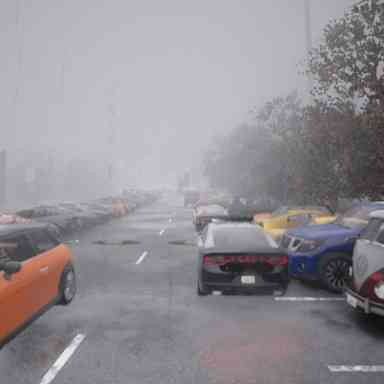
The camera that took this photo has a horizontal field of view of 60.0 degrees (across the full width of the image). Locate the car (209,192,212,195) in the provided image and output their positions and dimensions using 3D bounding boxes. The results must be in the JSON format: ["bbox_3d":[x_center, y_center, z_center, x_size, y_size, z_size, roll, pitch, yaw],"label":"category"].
[{"bbox_3d":[5.068,1.108,44.795,4.792,1.488,2.163,0,2,0],"label":"car"}]

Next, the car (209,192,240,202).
[{"bbox_3d":[5.136,0.797,53.033,4.792,1.488,2.163,0,3,0],"label":"car"}]

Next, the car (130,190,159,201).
[{"bbox_3d":[-7.937,0.520,55.758,4.553,1.767,2.185,0,3,0],"label":"car"}]

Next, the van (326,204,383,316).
[{"bbox_3d":[4.931,1.269,5.641,4.442,1.987,1.878,0,0,0],"label":"van"}]

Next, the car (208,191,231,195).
[{"bbox_3d":[5.286,0.985,47.448,5.366,1.575,1.946,0,2,0],"label":"car"}]

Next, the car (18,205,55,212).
[{"bbox_3d":[-7.997,1.257,11.188,5.566,2.045,2.435,0,0,0],"label":"car"}]

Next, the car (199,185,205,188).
[{"bbox_3d":[4.862,-0.316,88.486,5.008,1.535,2.097,0,3,0],"label":"car"}]

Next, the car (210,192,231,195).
[{"bbox_3d":[5.088,1.160,42.004,5.008,1.535,2.097,0,2,0],"label":"car"}]

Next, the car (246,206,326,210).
[{"bbox_3d":[5.053,1.516,14.119,5.008,1.535,2.097,0,0,0],"label":"car"}]

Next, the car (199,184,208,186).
[{"bbox_3d":[4.900,-0.593,91.246,4.553,1.767,2.185,0,3,0],"label":"car"}]

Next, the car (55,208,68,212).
[{"bbox_3d":[-8.025,1.555,13.970,4.674,1.452,2.002,0,0,0],"label":"car"}]

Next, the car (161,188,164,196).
[{"bbox_3d":[-7.936,0.544,58.548,4.792,1.488,2.163,0,3,0],"label":"car"}]

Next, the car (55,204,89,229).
[{"bbox_3d":[-8.048,1.547,16.756,4.792,1.488,2.163,0,0,0],"label":"car"}]

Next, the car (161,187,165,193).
[{"bbox_3d":[-7.991,0.413,61.329,4.792,1.488,2.163,0,3,0],"label":"car"}]

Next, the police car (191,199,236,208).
[{"bbox_3d":[1.074,1.459,18.843,1.930,1.638,5.238,0,0,0],"label":"police car"}]

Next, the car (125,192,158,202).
[{"bbox_3d":[-7.977,0.769,52.987,5.008,1.535,2.097,0,2,0],"label":"car"}]

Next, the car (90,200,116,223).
[{"bbox_3d":[-8.018,1.498,22.333,5.008,1.535,2.097,0,0,0],"label":"car"}]

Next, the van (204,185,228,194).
[{"bbox_3d":[4.992,0.156,61.383,4.442,1.987,1.878,-1,3,0],"label":"van"}]

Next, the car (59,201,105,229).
[{"bbox_3d":[-8.020,1.512,19.543,5.008,1.535,2.097,0,0,0],"label":"car"}]

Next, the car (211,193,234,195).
[{"bbox_3d":[5.085,1.235,39.215,5.008,1.535,2.097,0,1,0],"label":"car"}]

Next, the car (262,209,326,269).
[{"bbox_3d":[5.239,1.506,11.210,5.366,1.575,1.946,0,0,0],"label":"car"}]

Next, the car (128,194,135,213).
[{"bbox_3d":[-7.970,1.282,30.687,4.553,1.767,2.185,0,1,0],"label":"car"}]

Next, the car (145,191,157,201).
[{"bbox_3d":[-7.986,0.990,47.408,4.892,1.521,2.231,0,2,0],"label":"car"}]

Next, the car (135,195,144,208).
[{"bbox_3d":[-8.023,1.333,36.264,4.792,1.488,2.163,0,1,0],"label":"car"}]

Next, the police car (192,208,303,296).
[{"bbox_3d":[1.061,1.448,8.845,1.930,1.638,5.238,0,0,0],"label":"police car"}]

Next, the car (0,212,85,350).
[{"bbox_3d":[-3.490,1.365,5.093,2.097,1.767,4.553,0,0,0],"label":"car"}]

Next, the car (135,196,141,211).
[{"bbox_3d":[-7.968,1.389,33.477,4.792,1.488,2.163,0,1,0],"label":"car"}]

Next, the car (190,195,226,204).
[{"bbox_3d":[1.081,1.350,24.699,2.097,1.767,4.553,0,1,0],"label":"car"}]

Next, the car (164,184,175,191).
[{"bbox_3d":[-8.205,-0.613,93.907,5.008,1.535,2.097,0,3,0],"label":"car"}]

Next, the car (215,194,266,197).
[{"bbox_3d":[5.080,1.304,36.298,4.892,1.521,2.231,0,1,0],"label":"car"}]

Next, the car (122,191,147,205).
[{"bbox_3d":[-8.021,1.114,39.047,4.553,1.767,2.185,0,1,0],"label":"car"}]

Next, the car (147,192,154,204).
[{"bbox_3d":[-8.012,1.114,44.631,4.792,1.488,2.163,0,2,0],"label":"car"}]

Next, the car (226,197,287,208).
[{"bbox_3d":[4.890,1.441,28.064,5.366,1.575,1.946,0,1,0],"label":"car"}]

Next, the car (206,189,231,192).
[{"bbox_3d":[5.114,0.677,55.943,4.674,1.452,2.002,0,3,0],"label":"car"}]

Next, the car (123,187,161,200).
[{"bbox_3d":[-7.947,0.633,50.186,5.566,2.045,2.435,0,2,0],"label":"car"}]

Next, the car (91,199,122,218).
[{"bbox_3d":[-8.005,1.516,25.122,4.674,1.452,2.002,0,0,0],"label":"car"}]

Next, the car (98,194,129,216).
[{"bbox_3d":[-7.973,1.320,27.908,4.553,1.767,2.185,0,1,0],"label":"car"}]

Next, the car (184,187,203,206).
[{"bbox_3d":[0.071,0.813,44.924,2.150,2.045,5.566,0,2,1],"label":"car"}]

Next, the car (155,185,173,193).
[{"bbox_3d":[-8.241,-0.431,91.137,4.792,1.488,2.163,0,3,0],"label":"car"}]

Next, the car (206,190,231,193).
[{"bbox_3d":[5.290,0.879,50.242,5.366,1.575,1.946,0,2,0],"label":"car"}]

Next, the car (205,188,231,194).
[{"bbox_3d":[5.118,0.546,58.725,4.674,1.452,2.002,0,3,0],"label":"car"}]
